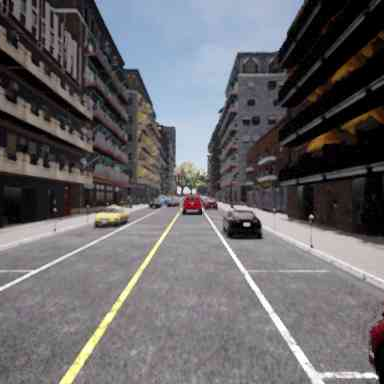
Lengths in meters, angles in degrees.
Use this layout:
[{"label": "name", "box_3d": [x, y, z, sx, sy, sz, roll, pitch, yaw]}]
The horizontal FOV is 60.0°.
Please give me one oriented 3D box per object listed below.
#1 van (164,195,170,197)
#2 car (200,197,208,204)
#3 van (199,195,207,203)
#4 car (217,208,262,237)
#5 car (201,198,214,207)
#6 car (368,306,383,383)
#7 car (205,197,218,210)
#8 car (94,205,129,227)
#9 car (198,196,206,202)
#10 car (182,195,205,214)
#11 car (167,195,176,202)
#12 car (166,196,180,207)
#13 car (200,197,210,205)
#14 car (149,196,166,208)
[{"label": "van", "box_3d": [-5.678, 1.628, 63.948, 1.690, 1.788, 3.998, 1, 0, 0]}, {"label": "car", "box_3d": [2.697, 1.920, 75.403, 1.802, 1.307, 4.206, 1, 0, 0]}, {"label": "van", "box_3d": [2.701, 1.706, 81.101, 1.690, 1.788, 3.998, 1, 0, 0]}, {"label": "car", "box_3d": [2.702, 1.648, 18.440, 1.947, 1.339, 4.313, 1, 0, 0]}, {"label": "car", "box_3d": [2.698, 1.827, 58.314, 1.947, 1.339, 4.313, 1, 0, 0]}, {"label": "car", "box_3d": [2.829, 1.322, 1.357, 2.192, 1.841, 5.009, 1, 0, 0]}, {"label": "car", "box_3d": [2.700, 1.755, 46.922, 1.887, 1.381, 4.507, 1, 0, 0]}, {"label": "car", "box_3d": [-5.679, 1.632, 23.904, 1.752, 1.417, 4.829, 1, 0, 0]}, {"label": "car", "box_3d": [2.698, 1.830, 86.796, 1.967, 1.590, 4.097, 1, 0, 0]}, {"label": "car", "box_3d": [0.058, 1.396, 38.544, 2.150, 2.045, 5.566, 0, 0, 1]}, {"label": "car", "box_3d": [-5.680, 1.731, 92.431, 2.192, 1.841, 5.009, 1, 0, 0]}, {"label": "car", "box_3d": [-3.063, 1.808, 54.616, 1.994, 1.385, 4.181, 0, 0, 0]}, {"label": "car", "box_3d": [2.698, 1.863, 69.707, 2.008, 1.369, 4.403, 1, 0, 0]}, {"label": "car", "box_3d": [-5.682, 1.801, 52.554, 1.947, 1.339, 4.313, 1, 0, 0]}]
